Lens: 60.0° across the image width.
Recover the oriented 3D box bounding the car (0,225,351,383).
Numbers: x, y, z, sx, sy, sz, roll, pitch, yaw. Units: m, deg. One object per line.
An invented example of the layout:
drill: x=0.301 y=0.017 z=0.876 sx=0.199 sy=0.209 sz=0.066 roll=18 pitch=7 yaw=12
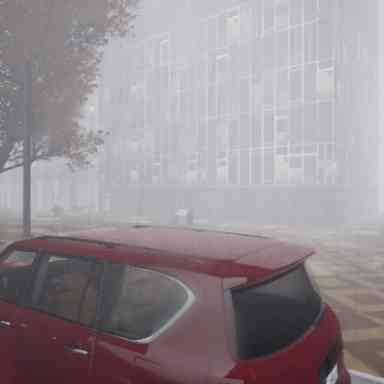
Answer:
car: x=-1.015 y=1.308 z=3.604 sx=5.009 sy=1.841 sz=2.192 roll=0 pitch=0 yaw=36
